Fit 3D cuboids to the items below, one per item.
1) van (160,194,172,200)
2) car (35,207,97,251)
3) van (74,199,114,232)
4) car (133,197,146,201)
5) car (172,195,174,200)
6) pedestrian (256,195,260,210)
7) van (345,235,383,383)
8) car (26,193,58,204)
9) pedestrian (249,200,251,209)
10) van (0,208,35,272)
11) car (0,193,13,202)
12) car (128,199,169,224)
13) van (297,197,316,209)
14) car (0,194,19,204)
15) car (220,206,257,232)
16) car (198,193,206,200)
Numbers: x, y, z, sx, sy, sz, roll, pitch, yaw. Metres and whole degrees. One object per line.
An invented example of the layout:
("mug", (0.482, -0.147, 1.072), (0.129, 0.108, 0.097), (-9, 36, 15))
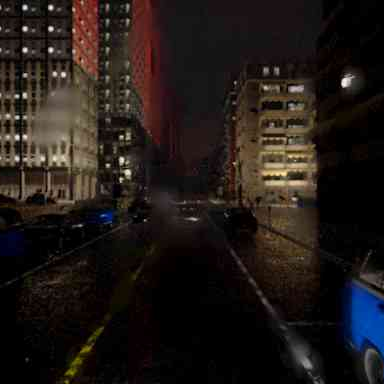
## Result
("van", (-5.740, 1.242, 68.811), (1.690, 1.788, 3.998), (0, 0, 0))
("car", (-5.701, 1.526, 13.742), (2.008, 1.369, 4.403), (0, 0, 0))
("van", (-5.705, 1.307, 19.390), (1.690, 1.788, 3.998), (0, 0, 0))
("car", (-5.718, 1.381, 36.337), (1.967, 1.590, 4.097), (0, 0, 0))
("car", (-5.756, 1.407, 90.845), (1.752, 1.417, 4.829), (0, 0, 0))
("pedestrian", (8.105, 1.267, 41.081), (0.375, 1.860, 0.375), (0, 0, 0))
("van", (2.688, 1.336, 2.450), (1.690, 1.788, 3.998), (0, 0, 0))
("car", (-21.165, 0.994, 47.107), (4.097, 1.590, 1.967), (1, -1, 0))
("pedestrian", (7.106, 1.522, 40.481), (0.375, 1.300, 0.375), (0, 0, 0))
("van", (-5.697, 1.326, 8.093), (1.690, 1.788, 3.998), (0, 0, 0))
("car", (-32.403, 0.895, 55.451), (4.206, 1.307, 1.802), (1, -1, 0))
("car", (-3.111, 1.505, 24.818), (2.033, 1.411, 5.357), (0, 0, 0))
("van", (16.896, 1.630, 47.086), (3.998, 1.788, 1.690), (1, -1, 0))
("car", (-26.742, 1.028, 47.088), (4.206, 1.307, 1.802), (1, -1, 0))
("car", (2.676, 1.517, 19.396), (2.008, 1.369, 4.403), (0, 0, 0))
("car", (2.628, 1.201, 85.471), (2.192, 1.841, 5.009), (0, 0, 0))
